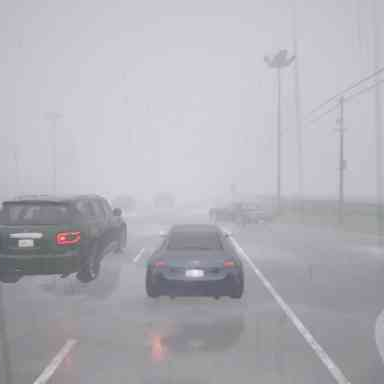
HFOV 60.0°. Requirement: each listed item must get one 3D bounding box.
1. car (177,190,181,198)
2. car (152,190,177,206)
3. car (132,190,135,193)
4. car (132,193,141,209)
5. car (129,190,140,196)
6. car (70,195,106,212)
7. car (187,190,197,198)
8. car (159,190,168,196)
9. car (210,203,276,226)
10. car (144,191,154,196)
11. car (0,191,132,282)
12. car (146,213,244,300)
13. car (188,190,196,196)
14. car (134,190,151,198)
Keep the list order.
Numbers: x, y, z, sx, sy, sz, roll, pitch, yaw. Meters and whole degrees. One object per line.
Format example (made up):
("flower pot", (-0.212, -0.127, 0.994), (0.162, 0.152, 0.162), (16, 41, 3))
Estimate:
("car", (-3.507, 0.349, 75.243), (2.097, 1.767, 4.553), (0, 1, 0))
("car", (-3.403, 0.794, 41.796), (2.097, 1.767, 4.553), (0, 1, 0))
("car", (-14.006, 0.585, 71.814), (1.994, 1.385, 4.181), (0, 1, 0))
("car", (-6.905, 1.095, 33.848), (2.033, 1.411, 5.357), (0, 1, 0))
("car", (-14.007, 0.293, 81.848), (1.994, 1.385, 4.181), (0, 1, 0))
("car", (-10.402, 1.096, 33.754), (2.033, 1.411, 5.357), (0, 1, 0))
("car", (-0.006, 0.586, 71.849), (1.994, 1.385, 4.181), (0, 1, 0))
("car", (-7.007, 0.240, 81.847), (1.837, 1.490, 4.892), (0, 1, 0))
("car", (2.883, 1.327, 20.405), (1.895, 1.301, 4.718), (0, 1, -26))
("car", (-10.507, 0.335, 81.878), (1.895, 1.301, 4.718), (0, 1, 0))
("car", (-3.402, 1.094, 9.497), (2.150, 2.045, 5.566), (0, 1, 0))
("car", (0.088, 1.453, 8.177), (1.994, 1.385, 4.181), (0, 1, 1))
("car", (-0.007, 0.218, 81.848), (1.882, 1.535, 5.008), (0, 1, 0))
("car", (-10.506, 0.528, 71.430), (1.837, 1.490, 4.892), (0, 1, 0))
